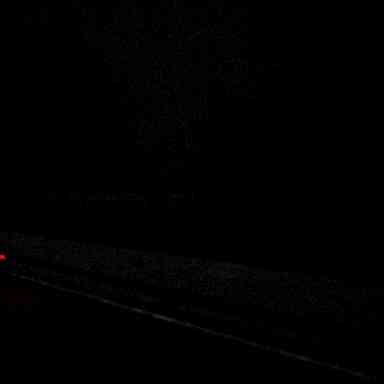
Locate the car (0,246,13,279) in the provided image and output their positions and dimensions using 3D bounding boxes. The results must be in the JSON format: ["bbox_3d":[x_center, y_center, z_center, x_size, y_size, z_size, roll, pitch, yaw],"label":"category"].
[{"bbox_3d":[-6.668,1.530,8.439,5.357,1.411,2.033,0,0,36],"label":"car"}]
